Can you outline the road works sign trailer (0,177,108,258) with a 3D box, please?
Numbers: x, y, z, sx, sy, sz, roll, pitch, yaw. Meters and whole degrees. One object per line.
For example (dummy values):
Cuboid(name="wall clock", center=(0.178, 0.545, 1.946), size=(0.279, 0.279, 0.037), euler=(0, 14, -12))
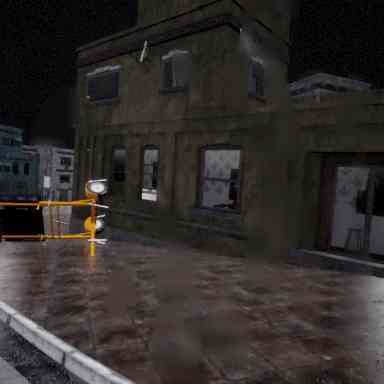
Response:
Cuboid(name="road works sign trailer", center=(-4.869, 1.155, 11.785), size=(3.560, 2.380, 2.880), euler=(2, 43, -17))
